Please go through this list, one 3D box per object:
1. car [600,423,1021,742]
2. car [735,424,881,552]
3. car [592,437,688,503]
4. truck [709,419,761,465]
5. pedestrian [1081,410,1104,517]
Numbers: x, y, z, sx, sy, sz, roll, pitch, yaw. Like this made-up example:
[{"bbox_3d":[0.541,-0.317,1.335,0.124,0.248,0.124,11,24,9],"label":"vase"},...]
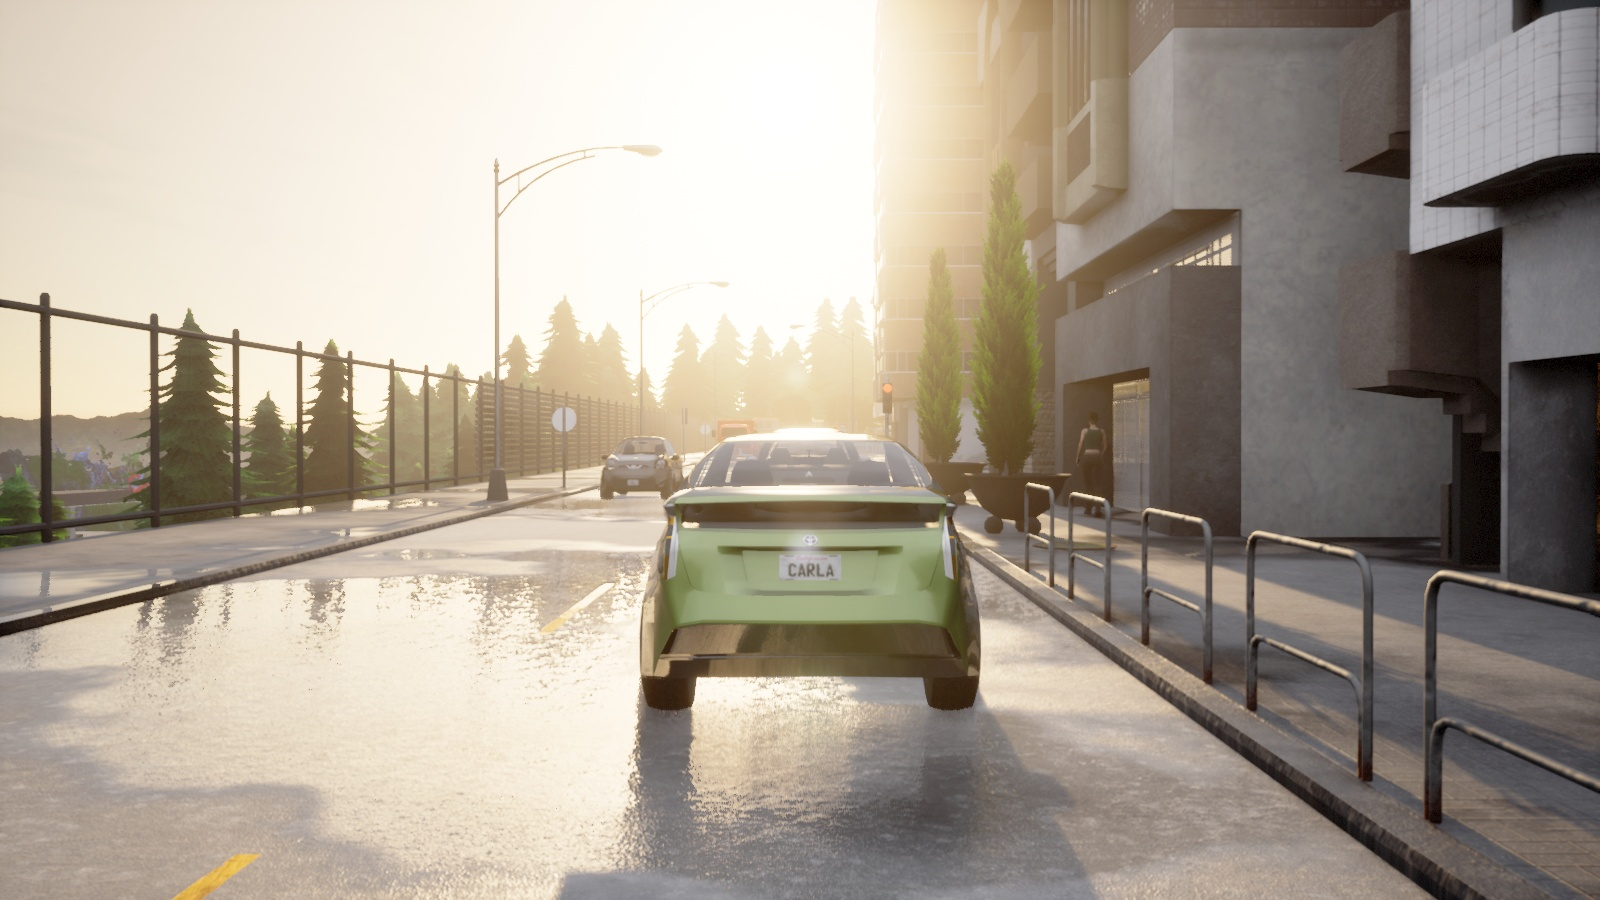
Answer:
[{"bbox_3d":[0.061,0.607,8.263,2.007,1.525,4.514,0,1,0],"label":"car"},{"bbox_3d":[0.114,0.458,17.918,1.851,1.617,3.988,0,1,0],"label":"car"},{"bbox_3d":[-3.819,0.442,30.450,1.845,1.501,3.633,0,0,0],"label":"car"},{"bbox_3d":[-3.586,-0.479,70.723,2.627,2.467,5.204,0,1,0],"label":"truck"},{"bbox_3d":[5.079,0.233,21.790,0.345,1.836,0.594,0,1,9],"label":"pedestrian"}]
